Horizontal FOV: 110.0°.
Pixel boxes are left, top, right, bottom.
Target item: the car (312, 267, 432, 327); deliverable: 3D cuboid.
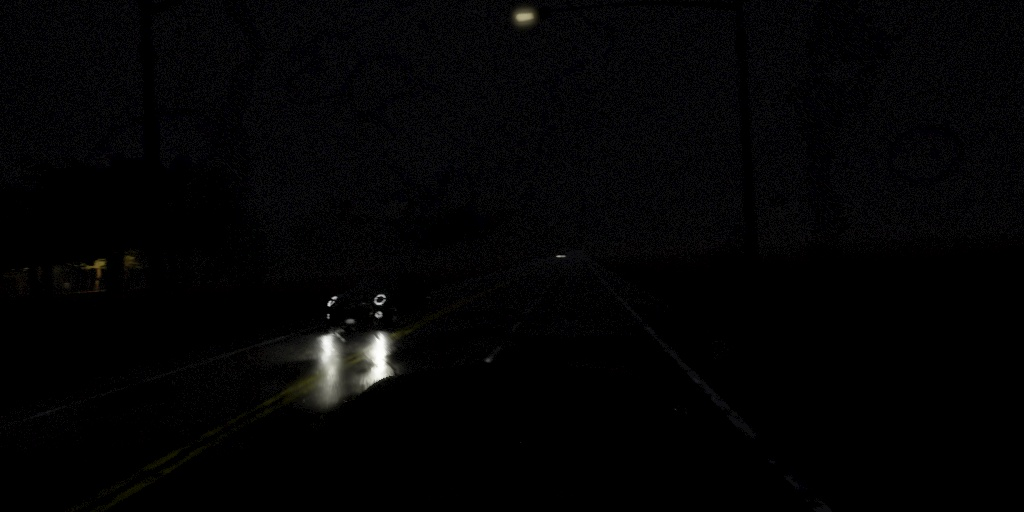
[{"bbox_3d":[-4.582,1.358,12.952,2.097,1.767,4.553,-3,0,7],"label":"car"}]
